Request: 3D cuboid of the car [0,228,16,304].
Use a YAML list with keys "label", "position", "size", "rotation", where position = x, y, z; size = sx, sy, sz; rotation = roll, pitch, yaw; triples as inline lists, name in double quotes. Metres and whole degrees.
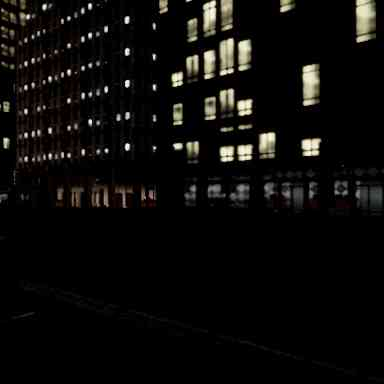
- label: "car"
  position: [-5.624, 1.392, 6.865]
  size: [5.009, 1.841, 2.192]
  rotation: [-1, 0, 35]
